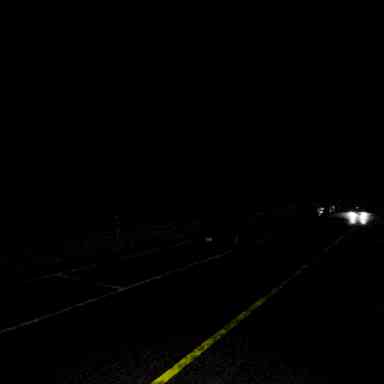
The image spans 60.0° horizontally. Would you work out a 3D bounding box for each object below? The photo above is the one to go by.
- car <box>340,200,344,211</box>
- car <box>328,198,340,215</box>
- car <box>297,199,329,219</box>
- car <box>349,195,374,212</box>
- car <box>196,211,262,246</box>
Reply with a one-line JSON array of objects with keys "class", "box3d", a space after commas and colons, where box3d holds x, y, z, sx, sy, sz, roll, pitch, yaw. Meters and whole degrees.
[{"class": "car", "box3d": [16.446, 1.441, 38.843, 1.967, 1.590, 4.097, 0, 0, 32]}, {"class": "car", "box3d": [13.526, 1.567, 34.153, 1.947, 1.339, 4.313, 0, 0, 32]}, {"class": "car", "box3d": [10.605, 1.583, 29.463, 1.802, 1.307, 4.206, 0, 0, 32]}, {"class": "car", "box3d": [19.657, 1.494, 38.986, 2.128, 1.511, 4.902, 0, 0, 32]}, {"class": "car", "box3d": [1.844, 1.566, 15.392, 1.947, 1.339, 4.313, 0, 0, 32]}]
